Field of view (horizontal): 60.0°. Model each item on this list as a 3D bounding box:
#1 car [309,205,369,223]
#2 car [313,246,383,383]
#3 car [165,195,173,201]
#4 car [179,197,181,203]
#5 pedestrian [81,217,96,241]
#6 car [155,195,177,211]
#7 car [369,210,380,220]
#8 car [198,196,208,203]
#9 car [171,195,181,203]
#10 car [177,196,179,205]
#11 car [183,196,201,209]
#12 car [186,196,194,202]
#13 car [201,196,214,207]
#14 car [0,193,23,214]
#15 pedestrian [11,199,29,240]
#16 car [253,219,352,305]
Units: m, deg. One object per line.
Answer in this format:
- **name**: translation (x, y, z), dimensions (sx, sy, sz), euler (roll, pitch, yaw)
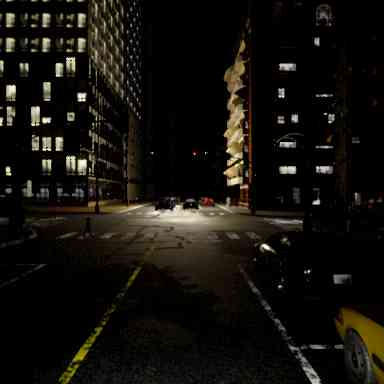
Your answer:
- **car**: translation (11.869, 1.819, 27.694), dimensions (4.181, 1.385, 1.994), euler (1, 0, -1)
- **car**: translation (2.675, 1.525, 2.410), dimensions (1.752, 1.417, 4.829), euler (0, 0, 0)
- **car**: translation (-6.260, 1.593, 91.052), dimensions (2.008, 1.369, 4.403), euler (0, 0, 0)
- **car**: translation (-3.449, 1.619, 60.288), dimensions (1.895, 1.301, 4.718), euler (0, 0, 0)
- **pedestrian**: translation (-4.754, 1.294, 15.338), dimensions (0.375, 1.860, 0.375), euler (0, 0, 0)
- **car**: translation (-3.352, 1.358, 40.827), dimensions (2.097, 1.767, 4.553), euler (0, 0, 0)
- **car**: translation (14.452, 1.835, 30.337), dimensions (4.829, 1.417, 1.752), euler (1, -1, -1)
- **car**: translation (2.262, 1.574, 68.510), dimensions (2.008, 1.369, 4.403), euler (0, 0, 0)
- **car**: translation (-3.444, 1.503, 70.654), dimensions (1.882, 1.535, 5.008), euler (0, 0, 0)
- **car**: translation (-3.408, 1.502, 49.875), dimensions (2.128, 1.511, 4.902), euler (0, 0, 0)
- **car**: translation (-0.160, 1.572, 44.770), dimensions (1.994, 1.385, 4.181), euler (0, 0, -1)
- **car**: translation (-0.493, 1.583, 78.774), dimensions (1.994, 1.385, 4.181), euler (0, 0, 0)
- **car**: translation (2.427, 1.593, 49.946), dimensions (1.802, 1.307, 4.206), euler (0, 0, 0)
- **car**: translation (-17.882, 1.028, 29.857), dimensions (5.009, 1.841, 2.192), euler (1, -1, -1)
- **pedestrian**: translation (-7.610, 1.136, 14.718), dimensions (0.375, 1.860, 0.375), euler (0, 0, 0)
- **car**: translation (2.640, 1.566, 7.923), dimensions (1.947, 1.339, 4.313), euler (0, 0, 0)
